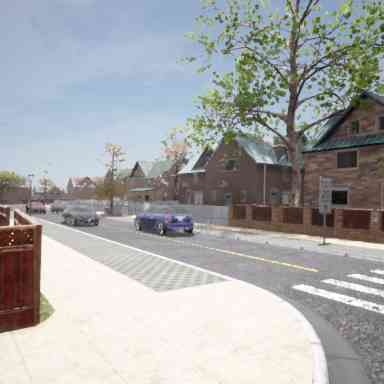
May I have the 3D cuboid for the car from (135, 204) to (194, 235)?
[{"bbox_3d":[-1.850,1.623,20.772,2.097,1.767,4.553,2,-2,-34],"label":"car"}]

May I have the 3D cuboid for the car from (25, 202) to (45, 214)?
[{"bbox_3d":[-19.920,2.021,42.327,1.882,1.535,5.008,2,-2,-34],"label":"car"}]

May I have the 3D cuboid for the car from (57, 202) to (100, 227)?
[{"bbox_3d":[-8.570,1.786,25.424,1.837,1.490,4.892,2,-2,-34],"label":"car"}]

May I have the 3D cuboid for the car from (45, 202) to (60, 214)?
[{"bbox_3d":[-17.083,2.081,43.220,2.128,1.511,4.902,2,-2,-34],"label":"car"}]
